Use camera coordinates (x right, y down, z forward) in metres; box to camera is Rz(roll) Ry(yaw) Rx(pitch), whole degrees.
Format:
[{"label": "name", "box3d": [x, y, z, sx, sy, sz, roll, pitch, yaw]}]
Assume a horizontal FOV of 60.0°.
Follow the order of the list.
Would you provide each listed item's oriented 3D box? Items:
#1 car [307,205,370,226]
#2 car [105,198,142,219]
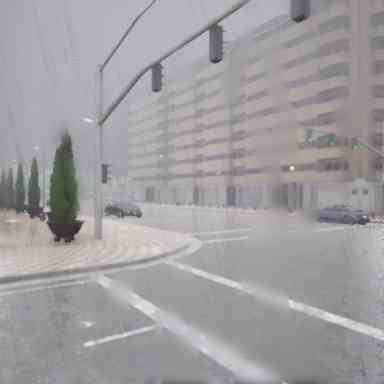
[{"label": "car", "box3d": [10.531, 1.645, 24.144, 1.994, 1.385, 4.181, 0, 0, -35]}, {"label": "car", "box3d": [-6.084, 1.521, 29.314, 1.837, 1.490, 4.892, 0, 0, -35]}]
